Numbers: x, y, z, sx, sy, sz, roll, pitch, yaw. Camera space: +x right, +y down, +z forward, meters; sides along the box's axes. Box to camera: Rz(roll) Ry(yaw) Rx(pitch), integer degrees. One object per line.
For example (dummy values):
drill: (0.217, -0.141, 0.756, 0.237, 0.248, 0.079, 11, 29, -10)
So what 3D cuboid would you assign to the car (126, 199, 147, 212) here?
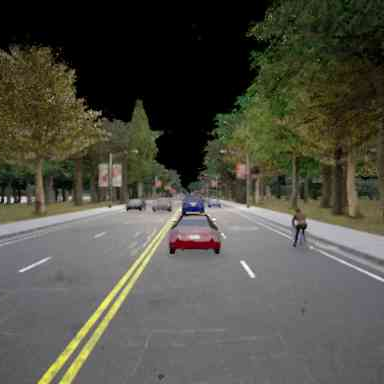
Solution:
car: (-6.577, 1.538, 39.611, 1.882, 1.535, 5.008, 0, 0, 0)

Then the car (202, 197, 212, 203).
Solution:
car: (3.273, 1.757, 73.399, 1.994, 1.385, 4.181, 0, 0, 0)

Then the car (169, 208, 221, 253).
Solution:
car: (0.102, 1.575, 13.866, 1.994, 1.385, 4.181, 0, 0, 0)

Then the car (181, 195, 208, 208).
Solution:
car: (0.109, 1.263, 32.520, 2.150, 2.045, 5.566, 0, 0, 0)

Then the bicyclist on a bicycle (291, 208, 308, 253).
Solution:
bicyclist on a bicycle: (4.145, 1.463, 12.853, 0.582, 1.620, 1.656, 0, 0, 0)

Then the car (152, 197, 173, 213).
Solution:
car: (-3.327, 1.408, 38.031, 2.097, 1.767, 4.553, 0, 0, 0)

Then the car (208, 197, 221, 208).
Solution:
car: (3.364, 1.649, 51.402, 2.033, 1.411, 5.357, 0, 0, 0)
